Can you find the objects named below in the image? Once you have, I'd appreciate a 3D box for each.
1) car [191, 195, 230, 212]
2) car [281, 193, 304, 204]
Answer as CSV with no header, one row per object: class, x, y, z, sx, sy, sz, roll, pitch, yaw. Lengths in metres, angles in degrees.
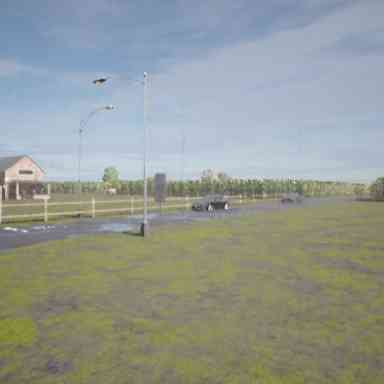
car,1.810,1.060,31.630,1.837,1.490,4.892,1,1,37
car,14.904,0.915,49.097,2.033,1.411,5.357,1,1,37
